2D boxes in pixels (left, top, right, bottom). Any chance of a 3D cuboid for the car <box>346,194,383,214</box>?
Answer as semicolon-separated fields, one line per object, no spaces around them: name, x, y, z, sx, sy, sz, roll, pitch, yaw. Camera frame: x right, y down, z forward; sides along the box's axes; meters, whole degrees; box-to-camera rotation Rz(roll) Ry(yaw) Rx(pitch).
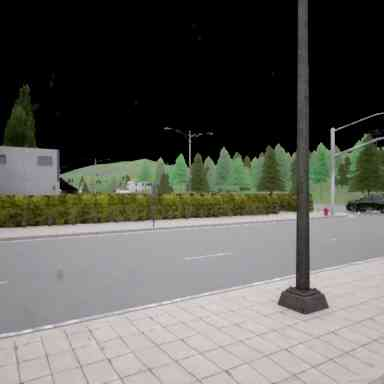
car;18.918;1.217;34.366;2.150;2.045;5.566;0;0;-34
